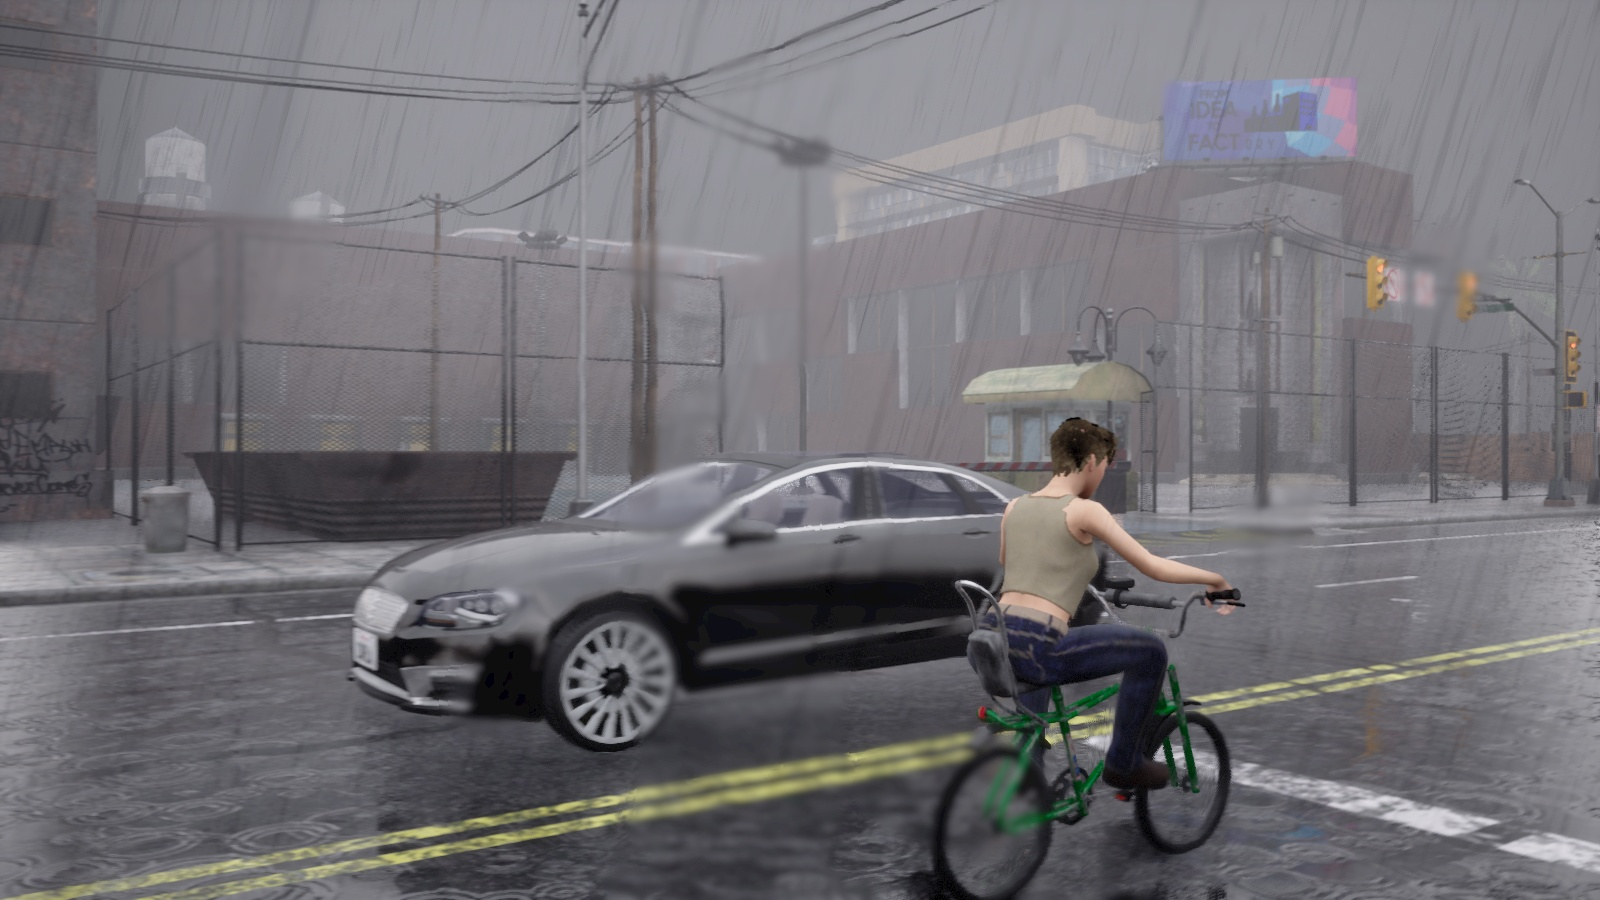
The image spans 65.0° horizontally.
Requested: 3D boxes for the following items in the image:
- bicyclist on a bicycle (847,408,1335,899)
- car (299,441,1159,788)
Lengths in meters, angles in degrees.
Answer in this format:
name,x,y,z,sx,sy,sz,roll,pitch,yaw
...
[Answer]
name,x,y,z,sx,sy,sz,roll,pitch,yaw
bicyclist on a bicycle,1.030,0.690,4.373,1.509,1.612,0.866,0,0,-35
car,-0.261,0.721,7.741,4.902,1.511,2.128,0,0,-35
